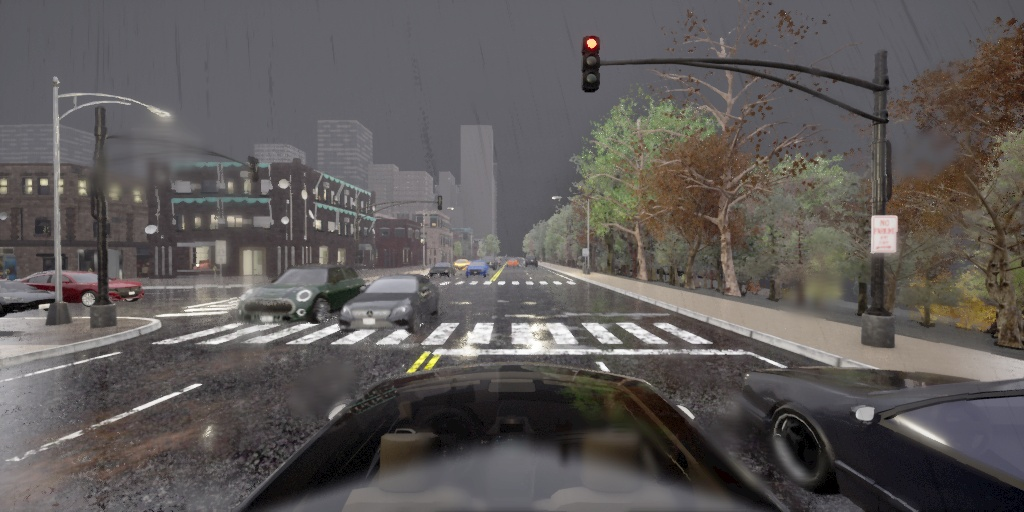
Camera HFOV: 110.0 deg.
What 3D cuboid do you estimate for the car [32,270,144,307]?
[{"bbox_3d":[-19.821,1.448,16.337,5.008,1.535,1.882,-1,1,0],"label":"car"}]

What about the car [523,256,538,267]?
[{"bbox_3d":[3.432,0.947,64.201,2.150,2.045,5.566,0,0,0],"label":"car"}]

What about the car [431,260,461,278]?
[{"bbox_3d":[-6.557,1.287,34.684,2.033,1.411,5.357,0,0,0],"label":"car"}]

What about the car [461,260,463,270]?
[{"bbox_3d":[-6.540,1.211,47.044,1.882,1.535,5.008,0,0,0],"label":"car"}]

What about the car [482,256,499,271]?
[{"bbox_3d":[-3.286,0.955,49.804,2.150,2.045,5.566,0,0,0],"label":"car"}]

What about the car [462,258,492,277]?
[{"bbox_3d":[-3.306,1.217,34.942,1.882,1.535,5.008,0,0,0],"label":"car"}]

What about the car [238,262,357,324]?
[{"bbox_3d":[-6.589,1.101,11.887,2.097,1.767,4.553,0,0,0],"label":"car"}]

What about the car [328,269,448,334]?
[{"bbox_3d":[-3.339,1.274,10.716,1.812,1.442,4.674,0,0,0],"label":"car"}]

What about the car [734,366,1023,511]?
[{"bbox_3d":[3.350,1.297,1.454,2.033,1.411,5.357,0,0,0],"label":"car"}]

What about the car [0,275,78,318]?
[{"bbox_3d":[-19.932,1.565,13.632,4.313,1.339,1.948,0,0,0],"label":"car"}]
